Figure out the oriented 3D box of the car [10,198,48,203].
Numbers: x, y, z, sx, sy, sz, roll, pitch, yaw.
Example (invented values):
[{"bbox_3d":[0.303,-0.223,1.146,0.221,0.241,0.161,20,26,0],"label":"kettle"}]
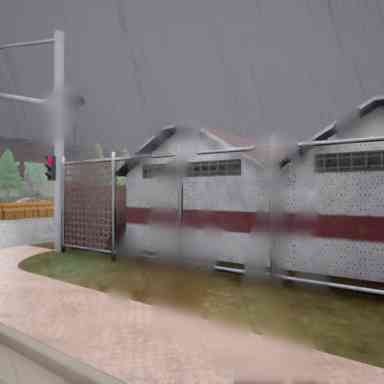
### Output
[{"bbox_3d":[-20.281,1.478,40.890,1.882,1.535,5.008,0,0,34],"label":"car"}]
